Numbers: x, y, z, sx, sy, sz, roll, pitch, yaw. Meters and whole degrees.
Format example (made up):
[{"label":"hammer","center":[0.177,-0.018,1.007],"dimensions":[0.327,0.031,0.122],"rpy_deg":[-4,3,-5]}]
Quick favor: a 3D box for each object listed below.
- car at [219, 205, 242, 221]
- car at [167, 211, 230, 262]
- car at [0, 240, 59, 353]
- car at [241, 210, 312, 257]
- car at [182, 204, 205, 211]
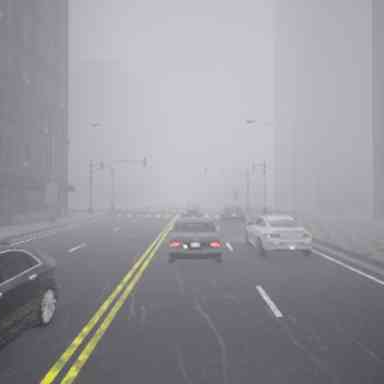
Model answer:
[{"label":"car","center":[3.343,1.805,28.327],"dimensions":[1.994,1.385,4.181],"rpy_deg":[0,-1,0]},{"label":"car","center":[0.097,1.654,12.470],"dimensions":[2.033,1.411,5.357],"rpy_deg":[0,-1,0]},{"label":"car","center":[-3.352,1.542,4.286],"dimensions":[1.837,1.490,4.892],"rpy_deg":[0,-1,0]},{"label":"car","center":[3.351,1.641,13.432],"dimensions":[1.812,1.442,4.674],"rpy_deg":[0,-1,0]},{"label":"car","center":[0.099,1.765,28.068],"dimensions":[1.812,1.442,4.674],"rpy_deg":[0,-1,1]}]
